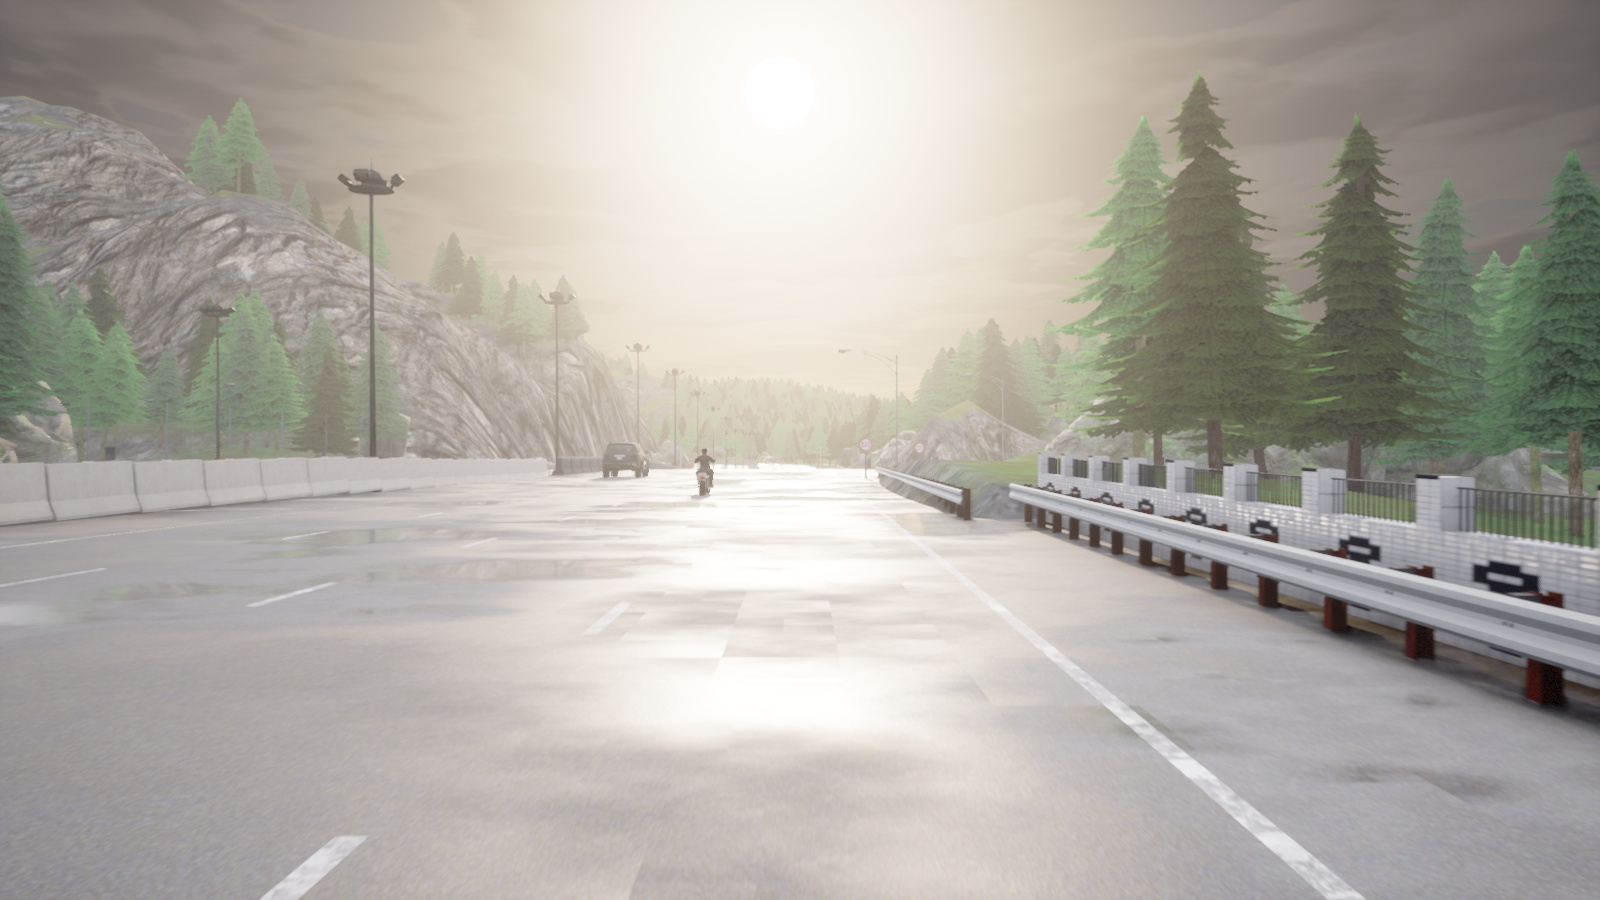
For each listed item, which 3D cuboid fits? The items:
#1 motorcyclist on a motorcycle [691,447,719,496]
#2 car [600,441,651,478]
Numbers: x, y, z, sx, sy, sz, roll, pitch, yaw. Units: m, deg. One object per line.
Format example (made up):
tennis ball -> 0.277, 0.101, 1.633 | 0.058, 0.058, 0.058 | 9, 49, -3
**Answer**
motorcyclist on a motorcycle -> -3.241, 0.720, 42.969 | 0.766, 1.649, 2.350 | 0, 0, 0
car -> -10.135, 0.540, 73.386 | 2.150, 2.045, 5.566 | 0, 0, 0
